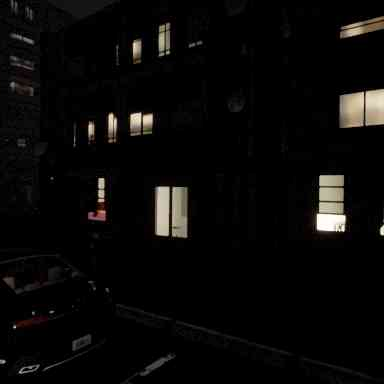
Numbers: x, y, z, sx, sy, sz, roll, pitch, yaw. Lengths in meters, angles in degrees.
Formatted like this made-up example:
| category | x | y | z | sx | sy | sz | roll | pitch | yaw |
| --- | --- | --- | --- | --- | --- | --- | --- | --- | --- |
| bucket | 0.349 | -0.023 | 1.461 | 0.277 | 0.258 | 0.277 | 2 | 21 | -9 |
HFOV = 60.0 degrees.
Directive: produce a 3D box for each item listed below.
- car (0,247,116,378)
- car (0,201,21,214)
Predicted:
| category | x | y | z | sx | sy | sz | roll | pitch | yaw |
| --- | --- | --- | --- | --- | --- | --- | --- | --- | --- |
| car | -3.084 | 1.549 | 5.215 | 4.403 | 1.369 | 2.008 | 0 | 1 | 36 |
| car | -20.600 | 1.687 | 35.453 | 1.994 | 1.385 | 4.181 | 1 | 0 | 36 |
